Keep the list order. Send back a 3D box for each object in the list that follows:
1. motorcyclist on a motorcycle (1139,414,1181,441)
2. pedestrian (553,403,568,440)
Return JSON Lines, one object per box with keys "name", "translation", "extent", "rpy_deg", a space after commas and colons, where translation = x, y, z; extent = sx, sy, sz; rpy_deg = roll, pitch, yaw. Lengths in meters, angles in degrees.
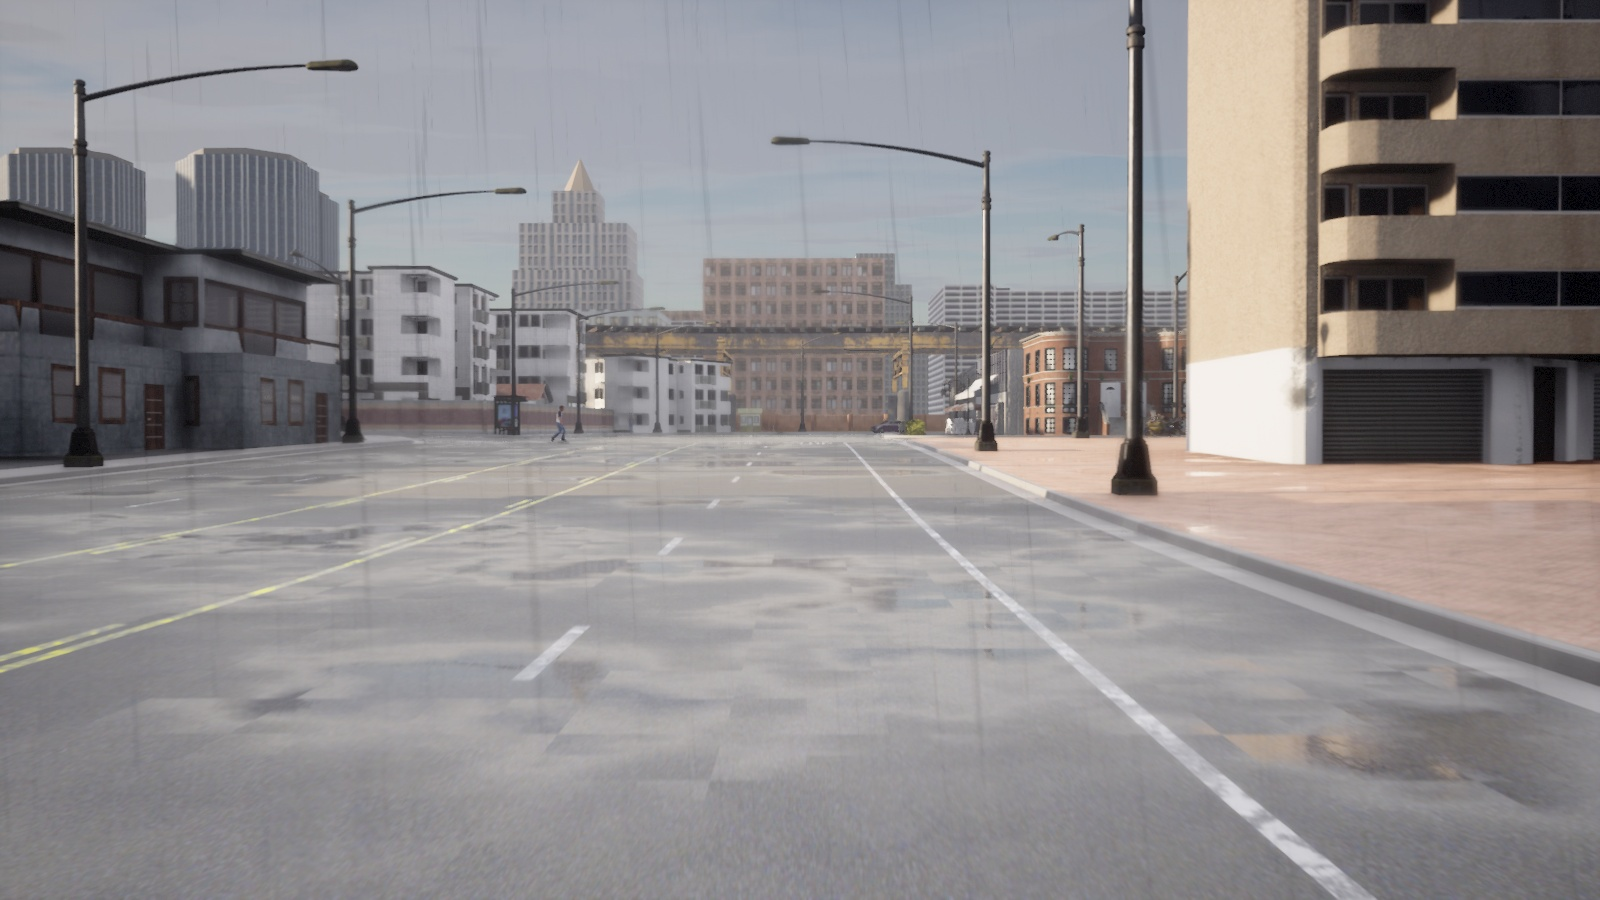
{"name": "motorcyclist on a motorcycle", "translation": [20.920, -1.321, 72.955], "extent": [2.191, 1.530, 0.866], "rpy_deg": [0, 1, 2]}
{"name": "pedestrian", "translation": [-11.730, -1.390, 61.502], "extent": [0.706, 1.836, 0.354], "rpy_deg": [0, 1, -3]}
